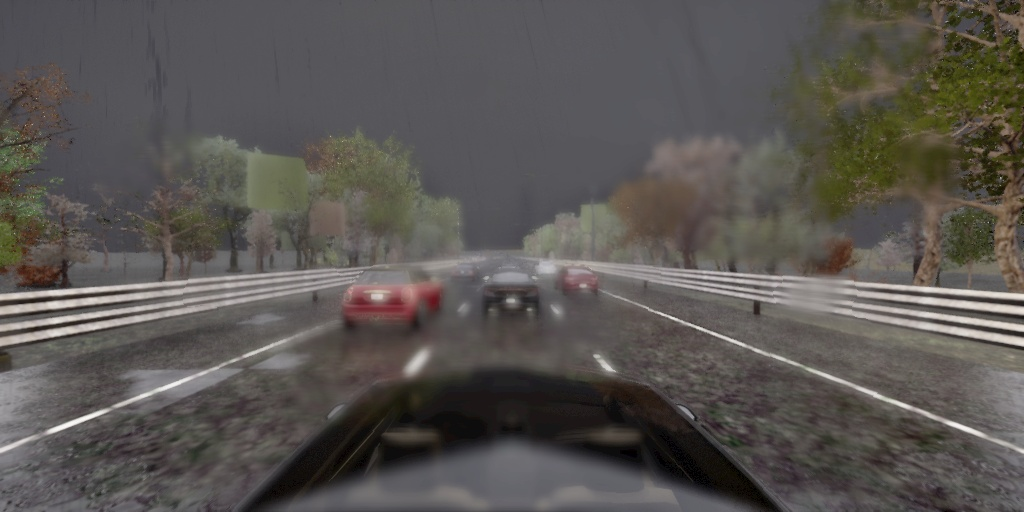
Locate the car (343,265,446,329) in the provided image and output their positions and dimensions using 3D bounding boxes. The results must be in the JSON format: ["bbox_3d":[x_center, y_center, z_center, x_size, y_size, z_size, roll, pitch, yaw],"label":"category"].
[{"bbox_3d":[-3.483,1.120,11.507,2.097,1.767,4.553,0,0,0],"label":"car"}]

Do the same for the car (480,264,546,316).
[{"bbox_3d":[0.013,1.249,13.572,1.882,1.535,5.008,0,0,0],"label":"car"}]

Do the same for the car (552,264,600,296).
[{"bbox_3d":[3.492,1.309,19.496,1.812,1.442,4.674,0,0,0],"label":"car"}]

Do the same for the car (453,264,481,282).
[{"bbox_3d":[-3.571,1.354,29.210,2.033,1.411,5.357,0,0,0],"label":"car"}]

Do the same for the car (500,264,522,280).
[{"bbox_3d":[-0.084,1.414,32.517,1.895,1.301,4.718,0,0,0],"label":"car"}]

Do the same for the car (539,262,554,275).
[{"bbox_3d":[3.405,1.343,34.732,1.812,1.442,4.674,0,0,0],"label":"car"}]
